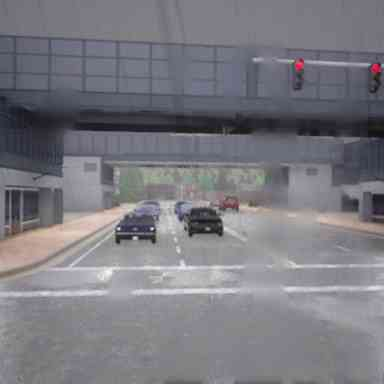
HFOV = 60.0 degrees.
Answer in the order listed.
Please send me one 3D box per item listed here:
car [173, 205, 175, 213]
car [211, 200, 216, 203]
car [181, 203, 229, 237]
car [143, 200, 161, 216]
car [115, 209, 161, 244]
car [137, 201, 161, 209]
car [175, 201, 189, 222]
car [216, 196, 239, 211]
[{"bbox_3d":[-1.083,1.824,38.808,1.837,1.490,4.892,0,0,-5],"label":"car"},{"bbox_3d":[4.331,2.073,58.148,1.994,1.385,4.181,0,0,-5],"label":"car"},{"bbox_3d":[0.600,1.644,19.533,1.882,1.535,5.008,0,0,-5],"label":"car"},{"bbox_3d":[-4.507,1.770,37.792,1.882,1.535,5.008,0,0,-5],"label":"car"},{"bbox_3d":[-2.665,1.727,16.720,1.895,1.301,4.718,0,0,-5],"label":"car"},{"bbox_3d":[-3.488,1.677,26.081,1.882,1.535,5.008,0,0,-5],"label":"car"},{"bbox_3d":[-0.222,1.718,28.900,1.882,1.535,5.008,0,0,-5],"label":"car"},{"bbox_3d":[5.302,1.648,47.635,2.150,2.045,5.566,0,0,-3],"label":"car"}]
